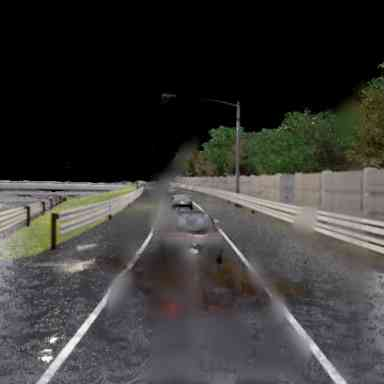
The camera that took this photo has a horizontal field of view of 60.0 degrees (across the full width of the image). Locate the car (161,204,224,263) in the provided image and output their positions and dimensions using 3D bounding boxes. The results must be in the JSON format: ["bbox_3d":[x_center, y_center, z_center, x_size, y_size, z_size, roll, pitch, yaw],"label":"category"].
[{"bbox_3d":[-0.029,1.395,11.559,2.128,1.511,4.902,0,1,-1],"label":"car"}]

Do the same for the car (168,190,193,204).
[{"bbox_3d":[-0.992,0.809,31.761,1.994,1.385,4.181,0,2,-4],"label":"car"}]

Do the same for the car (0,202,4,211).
[{"bbox_3d":[-20.634,1.466,34.027,1.812,1.442,4.674,1,0,-19],"label":"car"}]

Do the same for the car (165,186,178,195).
[{"bbox_3d":[-3.422,-0.266,55.274,2.128,1.511,4.902,0,3,-7],"label":"car"}]
